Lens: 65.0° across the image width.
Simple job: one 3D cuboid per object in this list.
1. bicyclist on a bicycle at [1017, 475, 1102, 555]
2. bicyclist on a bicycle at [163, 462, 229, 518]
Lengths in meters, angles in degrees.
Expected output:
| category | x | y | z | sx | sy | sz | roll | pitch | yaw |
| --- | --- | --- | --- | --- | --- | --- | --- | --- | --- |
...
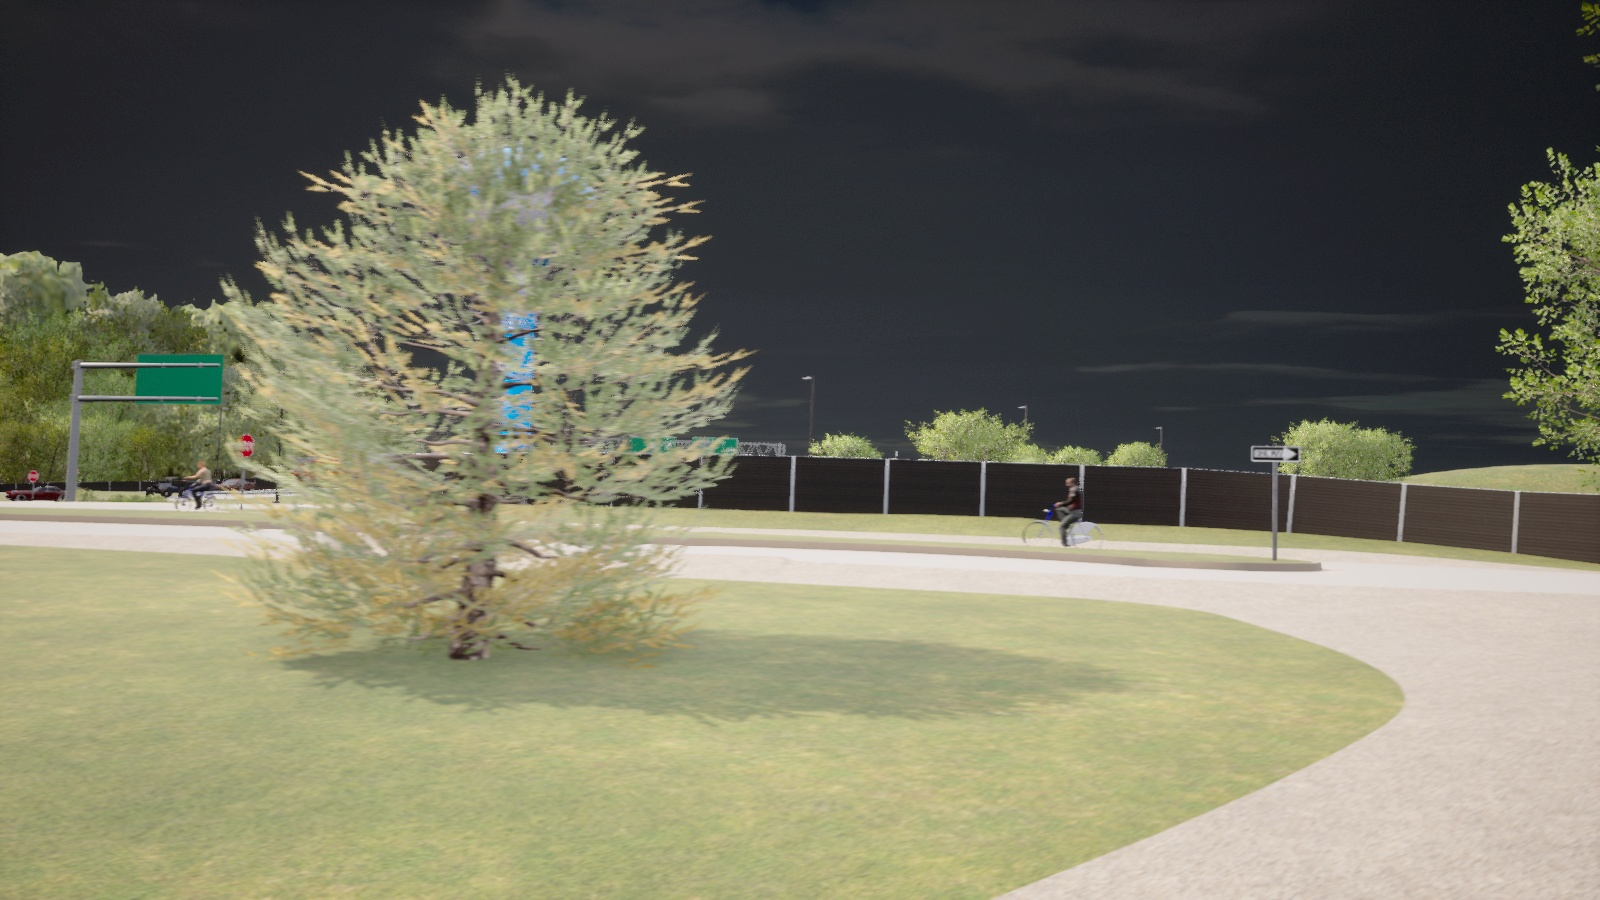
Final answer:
| category | x | y | z | sx | sy | sz | roll | pitch | yaw |
| --- | --- | --- | --- | --- | --- | --- | --- | --- | --- |
| bicyclist on a bicycle | 6.041 | 1.497 | 29.223 | 1.843 | 1.776 | 0.659 | 1 | -3 | 16 |
| bicyclist on a bicycle | -18.075 | 1.198 | 37.599 | 1.509 | 1.612 | 0.866 | 0 | -3 | 11 |
